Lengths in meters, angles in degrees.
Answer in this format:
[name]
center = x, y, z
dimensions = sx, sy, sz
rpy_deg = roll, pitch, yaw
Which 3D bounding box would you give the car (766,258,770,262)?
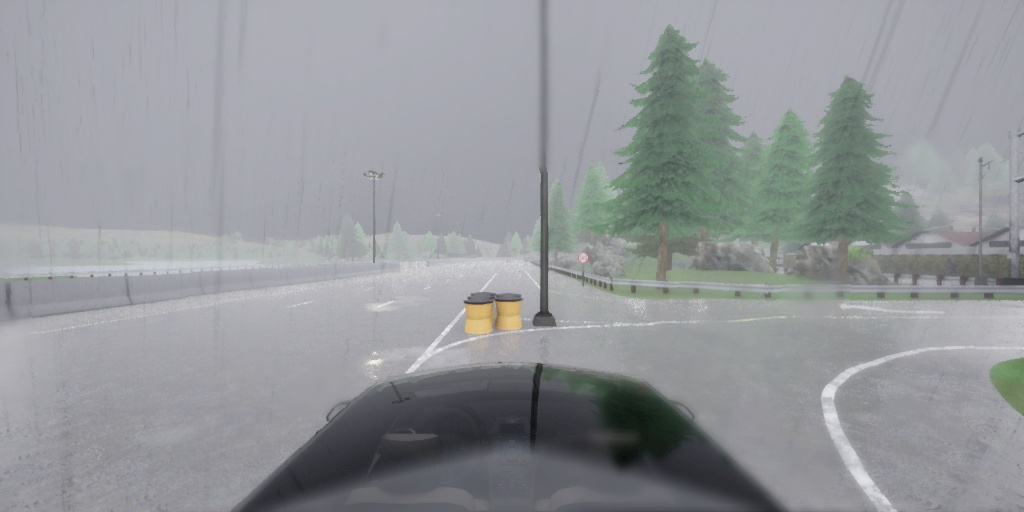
[car]
center = 33.747, 1.358, 49.892
dimensions = 1.895, 1.301, 4.718
rpy_deg = 0, 0, 0

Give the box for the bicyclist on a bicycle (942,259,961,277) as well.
[bicyclist on a bicycle]
center = 37.572, 1.046, 30.651
dimensions = 1.656, 1.620, 0.582
rpy_deg = 0, 0, 0
